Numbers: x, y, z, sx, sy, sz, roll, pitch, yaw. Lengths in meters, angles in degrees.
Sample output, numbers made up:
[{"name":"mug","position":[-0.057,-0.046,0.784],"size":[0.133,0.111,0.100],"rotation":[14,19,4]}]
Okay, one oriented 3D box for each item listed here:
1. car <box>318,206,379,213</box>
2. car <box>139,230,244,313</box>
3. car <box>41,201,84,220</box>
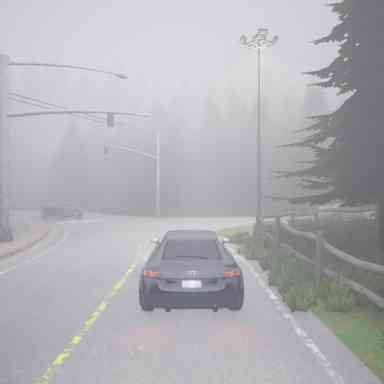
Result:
[{"name":"car","position":[12.162,1.552,25.826],"size":[4.674,1.442,1.812],"rotation":[0,-1,1]},{"name":"car","position":[-0.029,1.564,7.775],"size":[1.994,1.385,4.181],"rotation":[0,0,-1]},{"name":"car","position":[-10.883,1.505,27.714],"size":[4.892,1.490,1.837],"rotation":[0,0,43]}]
